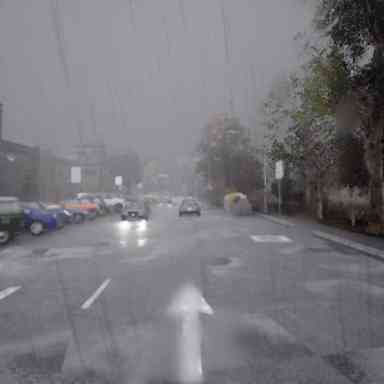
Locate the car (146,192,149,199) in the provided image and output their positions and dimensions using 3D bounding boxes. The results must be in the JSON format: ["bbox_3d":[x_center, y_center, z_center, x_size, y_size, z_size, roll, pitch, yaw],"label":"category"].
[{"bbox_3d":[-9.843,1.224,53.294,4.553,1.767,2.185,-1,0,-20],"label":"car"}]

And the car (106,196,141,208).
[{"bbox_3d":[-9.764,1.394,47.296,4.674,1.452,2.002,-1,0,-20],"label":"car"}]

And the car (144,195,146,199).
[{"bbox_3d":[-9.821,1.226,50.292,4.553,1.767,2.185,-1,0,-20],"label":"car"}]

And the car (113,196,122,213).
[{"bbox_3d":[-9.645,1.412,32.302,4.792,1.488,2.163,-1,0,-20],"label":"car"}]

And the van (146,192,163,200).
[{"bbox_3d":[-10.407,1.009,92.267,4.442,1.987,1.878,-1,1,-21],"label":"van"}]

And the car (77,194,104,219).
[{"bbox_3d":[-9.599,1.275,26.287,4.553,1.767,2.185,-1,0,-20],"label":"car"}]

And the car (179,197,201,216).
[{"bbox_3d":[-0.224,1.455,31.527,1.994,1.385,4.181,0,0,-1],"label":"car"}]

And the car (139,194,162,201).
[{"bbox_3d":[-10.303,1.341,83.254,5.366,1.575,1.946,-1,0,-21],"label":"car"}]

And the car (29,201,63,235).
[{"bbox_3d":[-9.554,1.431,17.267,5.008,1.535,2.097,-1,0,-20],"label":"car"}]

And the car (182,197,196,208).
[{"bbox_3d":[-0.428,1.423,46.369,1.994,1.385,4.181,0,0,-1],"label":"car"}]

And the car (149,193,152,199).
[{"bbox_3d":[-9.806,1.376,56.314,4.792,1.488,2.163,-1,0,-20],"label":"car"}]

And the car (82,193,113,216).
[{"bbox_3d":[-9.620,1.265,29.288,4.553,1.767,2.185,-1,0,-20],"label":"car"}]

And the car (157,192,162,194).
[{"bbox_3d":[-9.804,1.343,71.372,5.366,1.575,1.946,-1,0,-21],"label":"car"}]

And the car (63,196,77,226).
[{"bbox_3d":[-9.620,1.296,20.269,4.553,1.767,2.185,-1,0,-21],"label":"car"}]

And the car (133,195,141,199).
[{"bbox_3d":[-9.555,1.358,41.362,5.366,1.575,1.946,-1,0,-20],"label":"car"}]

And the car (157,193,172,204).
[{"bbox_3d":[-4.591,1.381,58.641,1.812,1.442,4.674,0,0,0],"label":"car"}]

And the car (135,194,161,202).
[{"bbox_3d":[-9.839,1.343,74.373,5.366,1.575,1.946,-1,0,-21],"label":"car"}]

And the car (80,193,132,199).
[{"bbox_3d":[-9.668,1.124,35.302,5.566,2.045,2.435,-1,0,-20],"label":"car"}]

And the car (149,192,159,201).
[{"bbox_3d":[-9.952,1.349,68.306,4.892,1.521,2.231,-1,0,-21],"label":"car"}]

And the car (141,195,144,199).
[{"bbox_3d":[-9.738,1.107,44.318,5.566,2.045,2.435,-1,0,-21],"label":"car"}]

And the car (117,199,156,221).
[{"bbox_3d":[-4.301,1.474,26.252,1.994,1.385,4.181,0,0,0],"label":"car"}]

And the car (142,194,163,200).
[{"bbox_3d":[-10.192,1.310,86.324,5.008,1.535,2.097,-1,0,-21],"label":"car"}]

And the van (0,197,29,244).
[{"bbox_3d":[-9.647,1.219,14.220,4.442,1.987,1.878,-1,0,-21],"label":"van"}]

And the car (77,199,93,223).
[{"bbox_3d":[-9.610,1.451,23.278,4.674,1.452,2.002,-1,0,-20],"label":"car"}]

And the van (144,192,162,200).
[{"bbox_3d":[-10.351,1.048,89.266,4.442,1.987,1.878,-1,1,-21],"label":"van"}]
